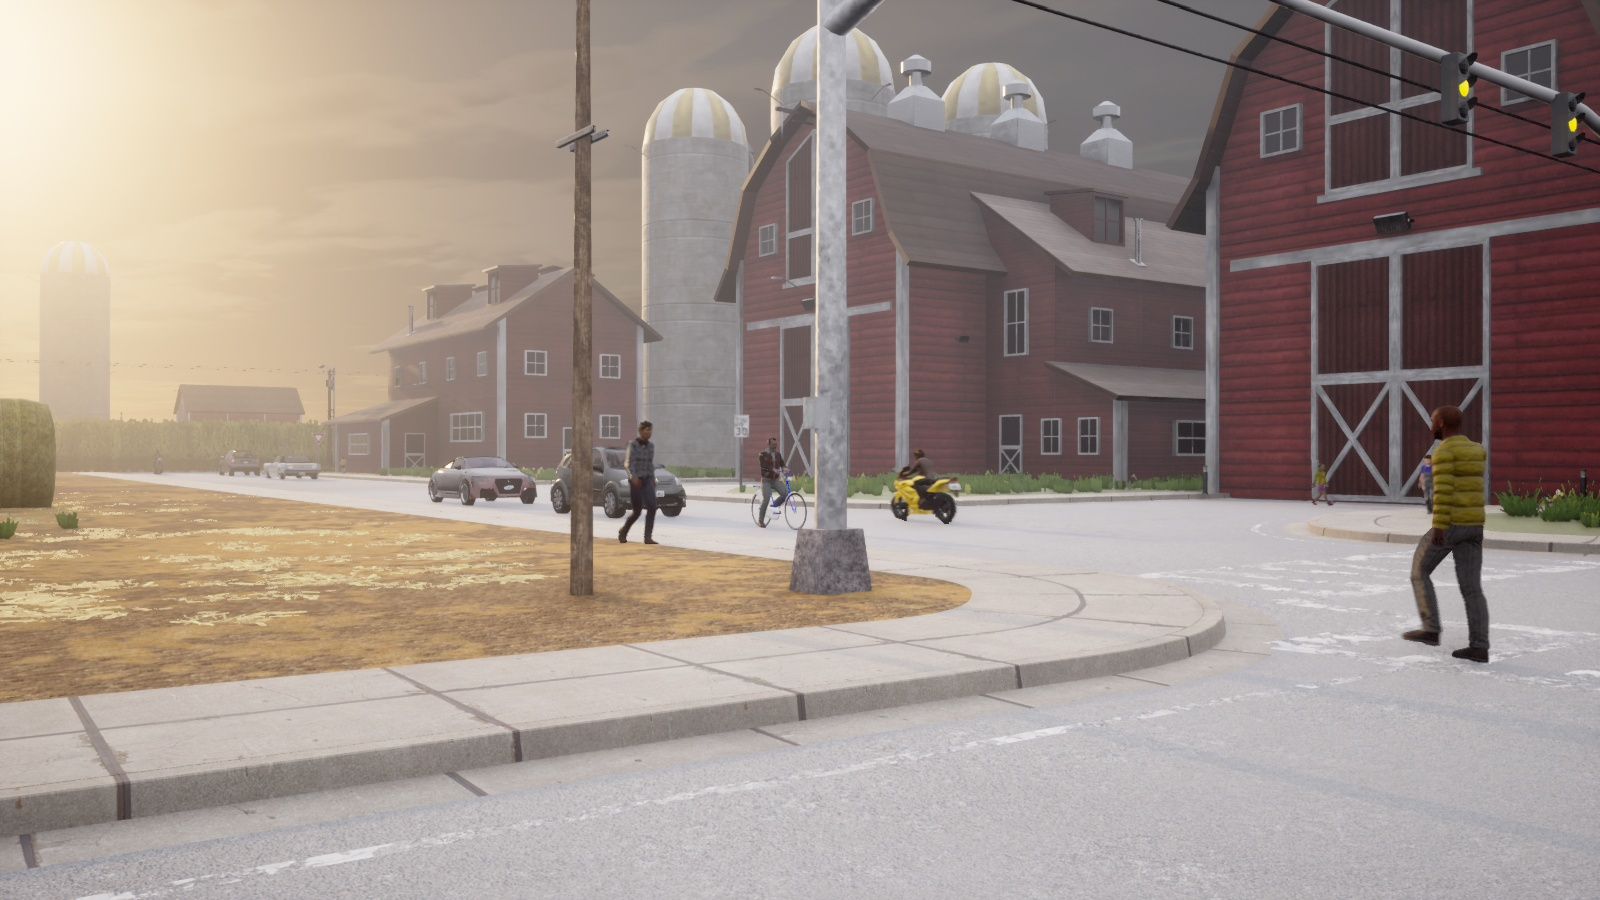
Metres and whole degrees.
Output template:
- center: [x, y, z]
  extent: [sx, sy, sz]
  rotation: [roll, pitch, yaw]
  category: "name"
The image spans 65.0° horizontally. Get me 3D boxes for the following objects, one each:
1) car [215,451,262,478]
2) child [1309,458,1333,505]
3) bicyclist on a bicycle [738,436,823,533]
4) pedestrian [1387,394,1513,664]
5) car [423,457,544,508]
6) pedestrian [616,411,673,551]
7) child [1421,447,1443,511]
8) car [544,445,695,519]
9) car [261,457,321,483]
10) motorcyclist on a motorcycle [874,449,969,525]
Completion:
- center: [-34.480, 0.878, 77.105]
  extent: [1.851, 1.617, 3.988]
  rotation: [0, 0, -36]
  category: "car"
- center: [13.155, 0.791, 31.732]
  extent: [0.299, 1.160, 0.473]
  rotation: [0, 0, -42]
  category: "child"
- center: [-0.399, 0.641, 24.027]
  extent: [0.659, 1.776, 1.843]
  rotation: [-1, 0, -36]
  category: "bicyclist on a bicycle"
- center: [4.622, 0.540, 8.953]
  extent: [0.370, 1.835, 0.726]
  rotation: [0, 0, -23]
  category: "pedestrian"
- center: [-9.154, 0.890, 36.138]
  extent: [1.994, 1.385, 4.181]
  rotation: [0, 0, -36]
  category: "car"
- center: [-2.218, 0.429, 17.895]
  extent: [0.423, 1.949, 0.788]
  rotation: [0, 0, -42]
  category: "pedestrian"
- center: [12.595, 0.574, 25.026]
  extent: [0.270, 1.263, 0.437]
  rotation: [0, 0, 45]
  category: "child"
- center: [-4.279, 0.697, 29.392]
  extent: [1.851, 1.617, 3.988]
  rotation: [0, 0, -36]
  category: "car"
- center: [-27.182, 1.040, 67.018]
  extent: [1.895, 1.301, 4.718]
  rotation: [0, 0, -36]
  category: "car"
- center: [2.496, 0.737, 25.998]
  extent: [0.797, 1.523, 2.044]
  rotation: [0, 0, -36]
  category: "motorcyclist on a motorcycle"
